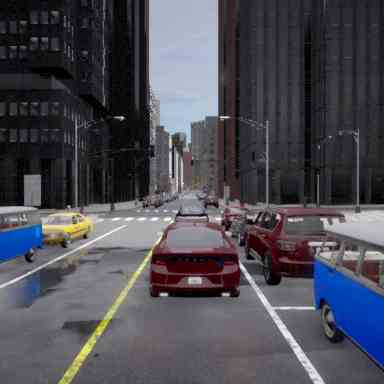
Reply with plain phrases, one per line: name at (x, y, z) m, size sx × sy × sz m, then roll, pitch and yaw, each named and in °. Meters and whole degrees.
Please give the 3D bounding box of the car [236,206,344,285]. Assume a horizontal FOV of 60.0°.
car at (2.756, 1.315, 9.400) m, size 2.192 × 1.841 × 5.009 m, roll 0°, pitch 0°, yaw 0°

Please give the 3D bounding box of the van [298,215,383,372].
van at (2.761, 1.341, 3.874) m, size 1.690 × 1.788 × 3.998 m, roll 0°, pitch 0°, yaw 0°

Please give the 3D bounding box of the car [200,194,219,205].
car at (2.730, 1.334, 47.491) m, size 2.192 × 1.841 × 5.009 m, roll 0°, pitch 0°, yaw 0°

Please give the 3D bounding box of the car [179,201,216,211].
car at (-0.009, 1.493, 18.998) m, size 2.128 × 1.511 × 4.902 m, roll 0°, pitch 0°, yaw 0°

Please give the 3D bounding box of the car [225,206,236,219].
car at (2.752, 1.551, 14.925) m, size 2.008 × 1.369 × 4.403 m, roll 0°, pitch 0°, yaw 0°

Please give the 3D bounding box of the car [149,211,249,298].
car at (0.062, 1.478, 8.589) m, size 1.882 × 1.535 × 5.008 m, roll 0°, pitch 0°, yaw 0°

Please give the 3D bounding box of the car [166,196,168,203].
car at (-5.800, 1.598, 58.782) m, size 1.947 × 1.339 × 4.313 m, roll 0°, pitch 0°, yaw 0°

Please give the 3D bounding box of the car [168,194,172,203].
car at (-5.807, 1.617, 70.069) m, size 1.947 × 1.339 × 4.313 m, roll 0°, pitch 0°, yaw 0°

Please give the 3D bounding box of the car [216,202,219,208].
car at (2.748, 1.547, 20.450) m, size 1.887 × 1.381 × 4.507 m, roll 0°, pitch 0°, yaw 0°

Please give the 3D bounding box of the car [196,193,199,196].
car at (2.705, 1.671, 92.642) m, size 1.947 × 1.339 × 4.313 m, roll 0°, pitch 0°, yaw 0°

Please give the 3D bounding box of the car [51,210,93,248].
car at (-5.775, 1.526, 14.761) m, size 1.752 × 1.417 × 4.829 m, roll 0°, pitch 0°, yaw 0°

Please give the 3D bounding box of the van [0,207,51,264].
van at (-5.774, 1.341, 9.407) m, size 1.690 × 1.788 × 3.998 m, roll 0°, pitch 0°, yaw 0°

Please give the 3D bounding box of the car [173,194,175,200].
car at (-5.814, 1.622, 81.355) m, size 1.887 × 1.381 × 4.507 m, roll 0°, pitch 0°, yaw 0°

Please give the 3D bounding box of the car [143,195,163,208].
car at (-5.794, 1.335, 47.496) m, size 2.192 × 1.841 × 5.009 m, roll 0°, pitch 0°, yaw 0°

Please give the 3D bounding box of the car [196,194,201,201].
car at (2.708, 1.636, 86.997) m, size 1.887 × 1.381 × 4.507 m, roll 0°, pitch 0°, yaw 0°

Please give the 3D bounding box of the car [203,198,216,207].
car at (2.728, 1.591, 53.135) m, size 1.947 × 1.339 × 4.313 m, roll 0°, pitch 0°, yaw 0°

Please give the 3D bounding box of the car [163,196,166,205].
car at (-5.798, 1.340, 53.139) m, size 2.192 × 1.841 × 5.009 m, roll 0°, pitch 0°, yaw 0°
